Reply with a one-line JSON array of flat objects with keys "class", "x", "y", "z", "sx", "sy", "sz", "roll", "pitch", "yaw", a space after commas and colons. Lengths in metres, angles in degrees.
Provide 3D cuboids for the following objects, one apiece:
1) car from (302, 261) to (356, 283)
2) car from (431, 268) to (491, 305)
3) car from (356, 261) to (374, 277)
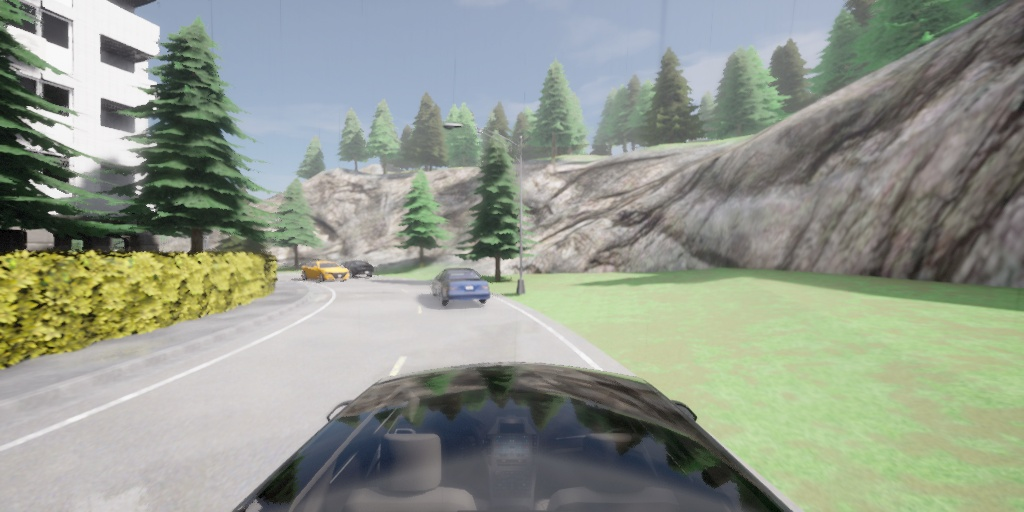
[{"class": "car", "x": -14.215, "y": 1.144, "z": 27.256, "sx": 5.008, "sy": 1.535, "sz": 1.882, "roll": 0, "pitch": 0, "yaw": 40}, {"class": "car", "x": -2.407, "y": 1.241, "z": 15.821, "sx": 2.033, "sy": 1.411, "sz": 5.357, "roll": 0, "pitch": 0, "yaw": -19}, {"class": "car", "x": -14.214, "y": 1.150, "z": 31.908, "sx": 4.892, "sy": 1.490, "sz": 1.837, "roll": 0, "pitch": 0, "yaw": 38}]
